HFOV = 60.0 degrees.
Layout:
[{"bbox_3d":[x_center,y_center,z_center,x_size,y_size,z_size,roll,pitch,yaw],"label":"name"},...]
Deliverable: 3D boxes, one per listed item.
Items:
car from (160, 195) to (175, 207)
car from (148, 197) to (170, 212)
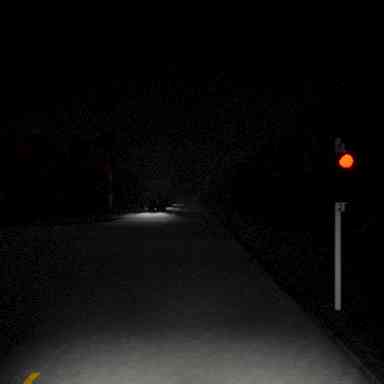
[{"bbox_3d":[-4.070,1.352,49.642,2.097,1.767,4.553,0,0,0],"label":"car"},{"bbox_3d":[-4.087,1.601,39.454,1.895,1.301,4.718,0,0,0],"label":"car"}]
